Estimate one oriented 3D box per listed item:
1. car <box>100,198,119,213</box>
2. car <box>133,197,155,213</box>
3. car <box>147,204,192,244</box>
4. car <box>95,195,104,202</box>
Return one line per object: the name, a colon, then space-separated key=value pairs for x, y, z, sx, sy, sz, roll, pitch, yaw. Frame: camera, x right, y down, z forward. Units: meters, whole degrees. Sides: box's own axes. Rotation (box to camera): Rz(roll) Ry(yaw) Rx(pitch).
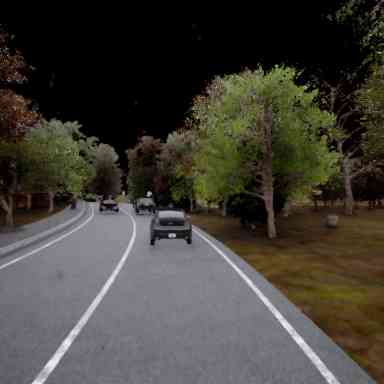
car: x=-8.985 y=1.558 z=36.068 sx=1.994 sy=1.385 sz=4.181 roll=1 pitch=0 yaw=-16
car: x=-5.208 y=1.377 z=36.106 sx=2.097 sy=1.767 sz=4.553 roll=1 pitch=-2 yaw=-15
car: x=-1.111 y=1.545 z=16.116 sx=1.837 sy=1.490 sz=4.892 roll=1 pitch=0 yaw=-7
car: x=-21.011 y=1.496 z=75.476 sx=1.994 sy=1.385 sz=4.181 roll=1 pitch=-2 yaw=-17
